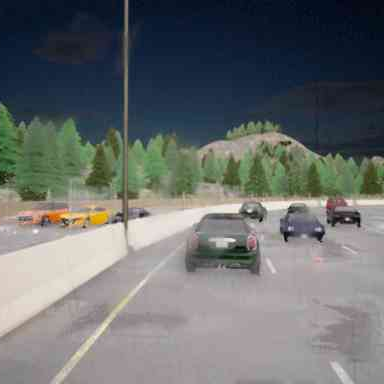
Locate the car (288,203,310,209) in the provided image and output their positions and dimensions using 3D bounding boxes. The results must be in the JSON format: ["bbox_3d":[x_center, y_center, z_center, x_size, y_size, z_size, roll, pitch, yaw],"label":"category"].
[{"bbox_3d":[11.233,1.847,34.862,1.882,1.535,5.008,0,-1,23],"label":"car"}]

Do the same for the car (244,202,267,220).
[{"bbox_3d":[5.460,1.653,29.577,2.097,1.767,4.553,0,-1,18],"label":"car"}]

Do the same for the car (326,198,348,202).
[{"bbox_3d":[16.710,1.644,38.370,2.150,2.045,5.566,0,0,27],"label":"car"}]

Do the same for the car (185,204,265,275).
[{"bbox_3d":[1.068,1.463,11.072,2.097,1.767,4.553,0,-1,7],"label":"car"}]

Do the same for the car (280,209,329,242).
[{"bbox_3d":[5.703,1.789,17.694,1.895,1.301,4.718,0,-1,12],"label":"car"}]

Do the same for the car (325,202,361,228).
[{"bbox_3d":[11.251,1.752,24.871,1.882,1.535,5.008,0,-2,17],"label":"car"}]

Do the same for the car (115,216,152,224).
[{"bbox_3d":[-4.088,1.776,22.846,1.994,1.385,4.181,0,-1,14],"label":"car"}]
